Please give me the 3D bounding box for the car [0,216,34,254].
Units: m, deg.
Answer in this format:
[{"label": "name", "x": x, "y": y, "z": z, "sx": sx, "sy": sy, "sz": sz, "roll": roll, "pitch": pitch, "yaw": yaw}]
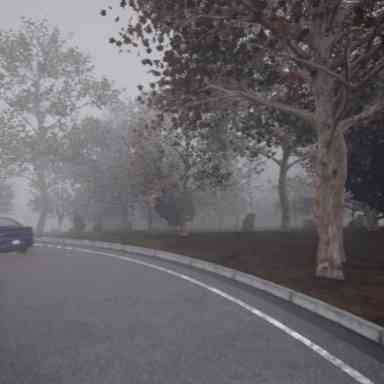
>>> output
[{"label": "car", "x": -8.342, "y": 1.669, "z": 13.005, "sx": 5.008, "sy": 1.535, "sz": 1.882, "roll": -1, "pitch": -1, "yaw": 31}]
